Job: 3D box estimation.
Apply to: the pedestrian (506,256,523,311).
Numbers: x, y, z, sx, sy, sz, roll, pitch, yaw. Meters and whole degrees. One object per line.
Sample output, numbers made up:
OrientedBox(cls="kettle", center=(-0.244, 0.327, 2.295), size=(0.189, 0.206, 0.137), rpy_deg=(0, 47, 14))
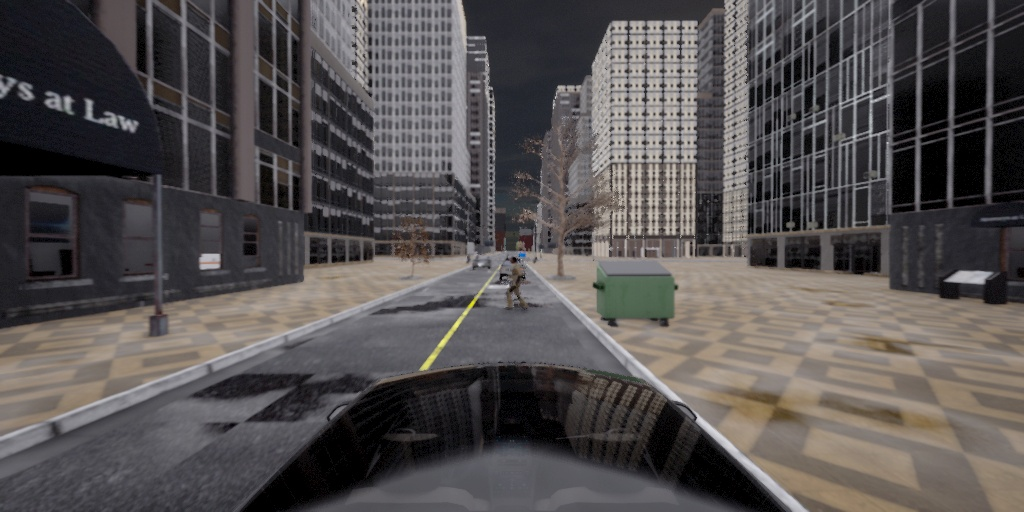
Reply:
OrientedBox(cls="pedestrian", center=(0.065, 0.880, 11.750), size=(0.375, 1.860, 0.375), rpy_deg=(0, 1, -1))

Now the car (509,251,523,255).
OrientedBox(cls="car", center=(0.067, 0.520, 44.959), size=(1.882, 1.535, 5.008), rpy_deg=(0, 1, 0))

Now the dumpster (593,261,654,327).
OrientedBox(cls="dumpster", center=(3.133, 1.005, 10.360), size=(1.020, 1.700, 1.940), rpy_deg=(0, 0, 0))

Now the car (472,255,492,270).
OrientedBox(cls="car", center=(-3.102, 0.652, 37.710), size=(2.128, 1.511, 4.902), rpy_deg=(0, 1, 0))

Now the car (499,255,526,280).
OrientedBox(cls="car", center=(0.049, 0.905, 25.817), size=(2.033, 1.411, 5.357), rpy_deg=(0, 1, 0))
